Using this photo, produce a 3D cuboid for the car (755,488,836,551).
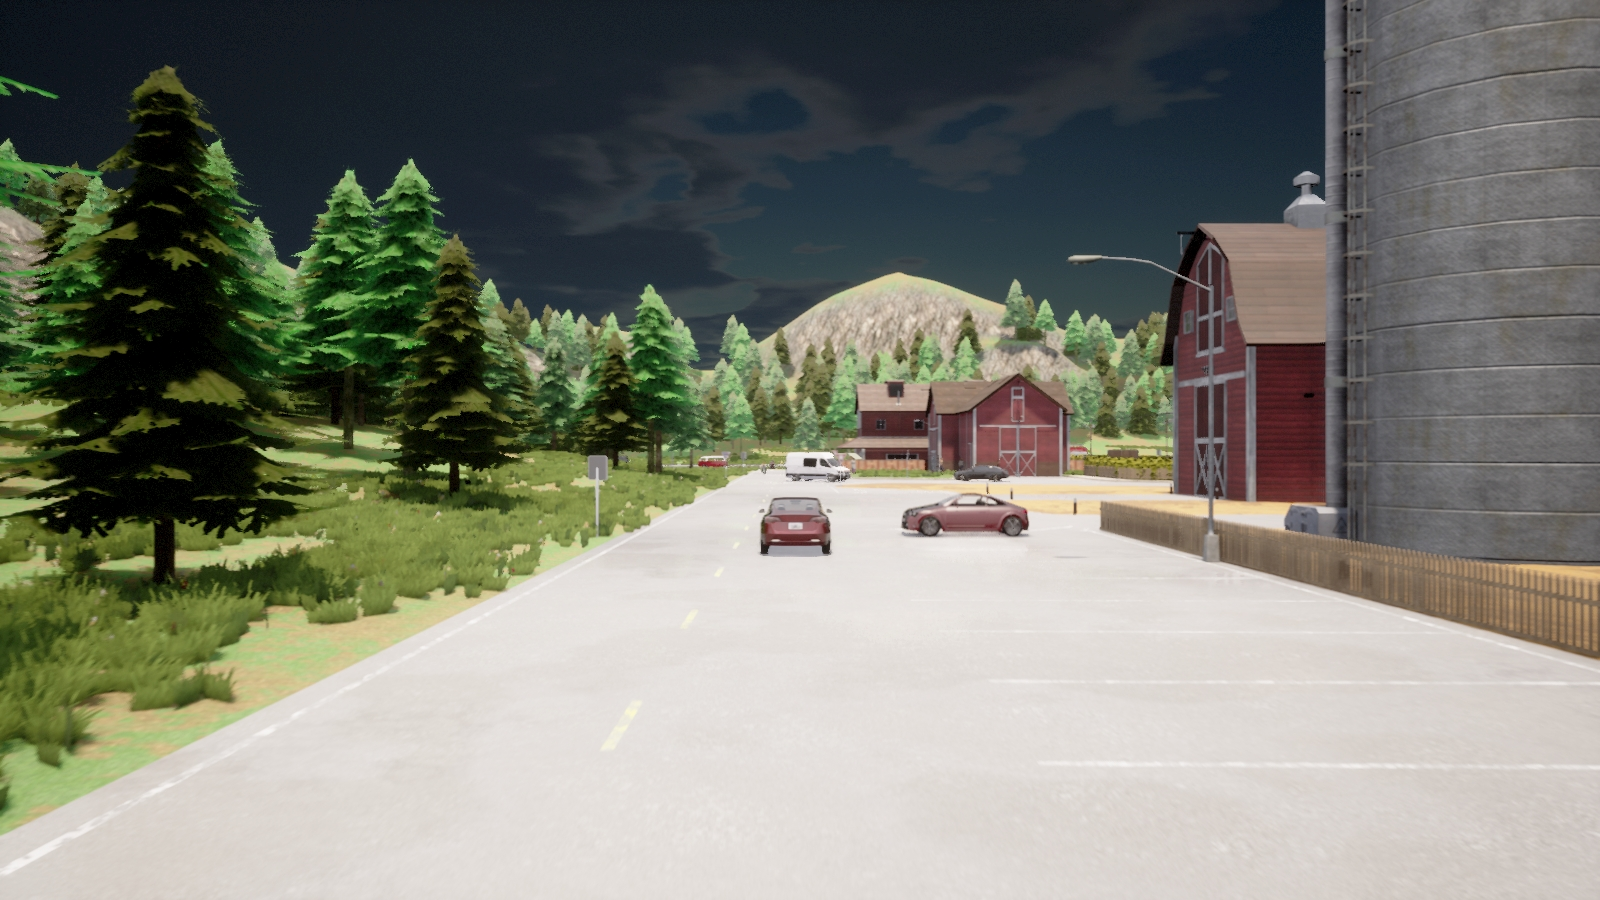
[{"bbox_3d":[-0.129,1.923,32.654,2.163,1.488,4.792,0,0,0],"label":"car"}]
